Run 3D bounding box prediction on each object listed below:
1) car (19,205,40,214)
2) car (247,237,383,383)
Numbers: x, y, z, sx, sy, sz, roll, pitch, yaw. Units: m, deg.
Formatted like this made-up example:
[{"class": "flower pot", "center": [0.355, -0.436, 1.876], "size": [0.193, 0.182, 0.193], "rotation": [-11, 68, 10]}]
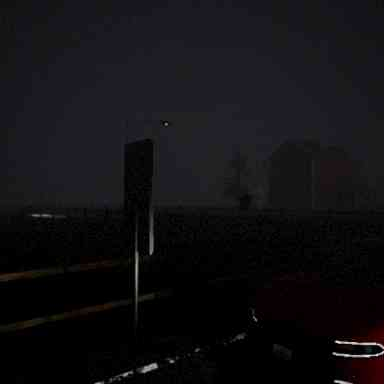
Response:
[{"class": "car", "center": [-23.133, 2.464, 47.704], "size": [1.895, 1.301, 4.718], "rotation": [1, -1, -43]}, {"class": "car", "center": [3.022, 1.484, 5.111], "size": [5.008, 1.535, 1.882], "rotation": [0, 0, -36]}]
